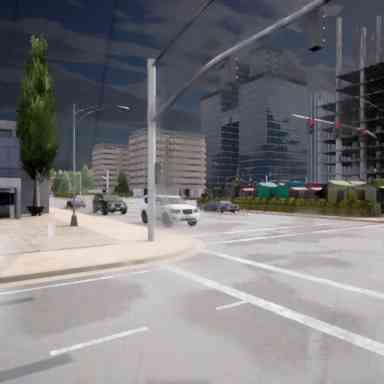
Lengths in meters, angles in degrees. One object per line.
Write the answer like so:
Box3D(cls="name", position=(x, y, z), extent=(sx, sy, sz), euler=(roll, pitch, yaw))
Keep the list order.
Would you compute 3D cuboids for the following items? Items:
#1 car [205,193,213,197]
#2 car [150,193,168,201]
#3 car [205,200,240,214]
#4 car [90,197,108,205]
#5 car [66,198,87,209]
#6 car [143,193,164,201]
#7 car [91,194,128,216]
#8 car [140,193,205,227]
Box3D(cls="car", position=(3.240, 1.155, 62.439), extent=(3.866, 1.878, 1.905), euler=(0, 0, -34))
Box3D(cls="car", position=(-7.805, 1.155, 78.660), extent=(3.866, 1.878, 1.905), euler=(0, 0, -34))
Box3D(cls="car", position=(2.866, 1.547, 35.685), extent=(2.033, 1.411, 5.357), euler=(0, 0, -32))
Box3D(cls="car", position=(-16.666, 1.563, 59.711), extent=(1.994, 1.385, 4.181), euler=(0, 0, -33))
Box3D(cls="car", position=(-15.658, 1.525, 44.859), extent=(1.812, 1.442, 4.674), euler=(0, 0, -33))
Box3D(cls="car", position=(-9.384, 1.152, 81.086), extent=(4.605, 1.855, 1.932), euler=(0, 0, -34))
Box3D(cls="car", position=(-8.360, 1.222, 33.429), extent=(2.150, 2.045, 5.566), euler=(0, 0, -32))
Box3D(cls="car", position=(-1.713, 1.222, 23.059), extent=(2.150, 2.045, 5.566), euler=(0, 0, -33))
